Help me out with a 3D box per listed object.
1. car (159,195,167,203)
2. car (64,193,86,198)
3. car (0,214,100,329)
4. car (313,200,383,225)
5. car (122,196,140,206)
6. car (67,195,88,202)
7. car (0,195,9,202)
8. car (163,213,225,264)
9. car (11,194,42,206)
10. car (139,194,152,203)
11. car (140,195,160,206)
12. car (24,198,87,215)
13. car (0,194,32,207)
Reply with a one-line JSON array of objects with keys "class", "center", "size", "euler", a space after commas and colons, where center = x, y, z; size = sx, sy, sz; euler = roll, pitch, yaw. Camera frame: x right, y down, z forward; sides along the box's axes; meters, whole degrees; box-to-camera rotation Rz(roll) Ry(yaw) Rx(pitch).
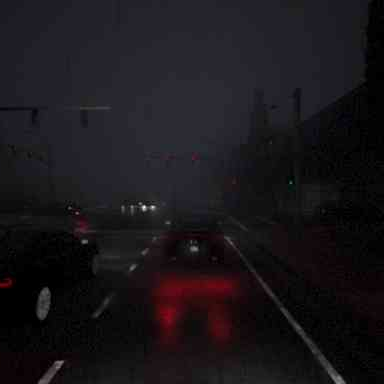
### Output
[{"class": "car", "center": [-6.577, 1.377, 71.503], "size": [2.097, 1.767, 4.553], "euler": [0, 0, 1]}, {"class": "car", "center": [-24.957, 1.178, 69.791], "size": [3.866, 1.878, 1.905], "euler": [0, 0, 0]}, {"class": "car", "center": [-3.443, 1.480, 7.103], "size": [1.882, 1.535, 5.008], "euler": [0, 0, 0]}, {"class": "car", "center": [11.064, 1.359, 23.519], "size": [4.553, 1.767, 2.097], "euler": [0, 0, 0]}, {"class": "car", "center": [-10.519, 1.522, 56.545], "size": [1.837, 1.490, 4.892], "euler": [0, 0, 2]}, {"class": "car", "center": [-24.945, 1.418, 72.686], "size": [3.806, 1.475, 1.970], "euler": [0, 0, 0]}, {"class": "car", "center": [-42.412, 1.387, 72.673], "size": [3.905, 1.438, 1.784], "euler": [0, 0, 0]}, {"class": "car", "center": [0.062, 1.481, 11.841], "size": [1.882, 1.535, 5.008], "euler": [0, -1, 0]}, {"class": "car", "center": [-24.927, 1.172, 50.168], "size": [3.866, 1.878, 1.905], "euler": [0, 0, 0]}, {"class": "car", "center": [-10.063, 1.377, 72.106], "size": [2.097, 1.767, 4.553], "euler": [0, 0, 1]}, {"class": "car", "center": [-7.034, 1.618, 55.985], "size": [1.895, 1.301, 4.718], "euler": [0, 0, 2]}, {"class": "car", "center": [-11.712, 1.514, 28.665], "size": [4.892, 1.490, 1.837], "euler": [0, -2, 26]}, {"class": "car", "center": [-24.982, 1.168, 47.273], "size": [4.605, 1.855, 1.932], "euler": [0, 0, 0]}]
